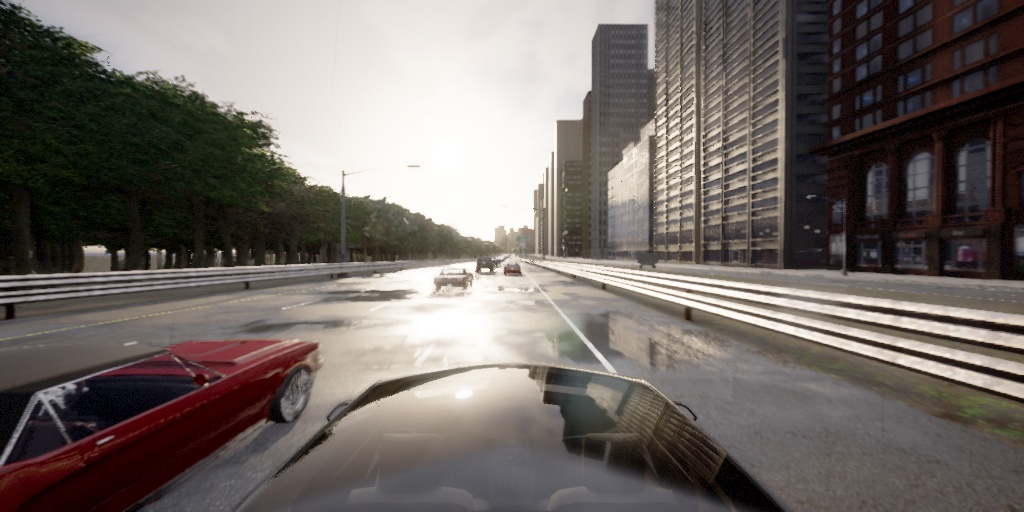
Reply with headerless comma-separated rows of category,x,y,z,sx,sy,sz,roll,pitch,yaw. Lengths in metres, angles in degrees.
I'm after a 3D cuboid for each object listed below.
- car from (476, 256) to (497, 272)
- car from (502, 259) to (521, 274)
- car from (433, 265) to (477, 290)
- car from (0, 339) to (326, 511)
car,-3.607,1.069,48.500,2.150,2.045,5.566,0,0,0
car,0.018,1.394,43.073,1.994,1.385,4.181,0,0,0
car,-3.520,1.380,22.468,1.895,1.301,4.718,0,0,0
car,-3.499,1.353,2.813,1.895,1.301,4.718,0,0,0
